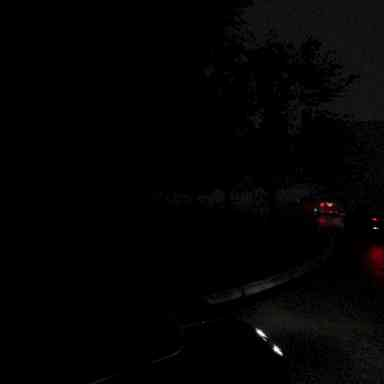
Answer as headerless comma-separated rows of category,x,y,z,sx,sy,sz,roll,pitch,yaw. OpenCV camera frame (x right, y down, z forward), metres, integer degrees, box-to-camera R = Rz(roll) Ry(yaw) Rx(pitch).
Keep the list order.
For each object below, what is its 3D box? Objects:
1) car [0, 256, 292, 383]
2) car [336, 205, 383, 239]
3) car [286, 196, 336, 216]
car,-1.280,1.300,2.358,4.553,1.767,2.097,0,1,-39
car,8.833,1.374,16.294,2.128,1.511,4.902,1,1,13
car,10.433,1.085,29.356,2.097,1.767,4.553,0,1,-26
